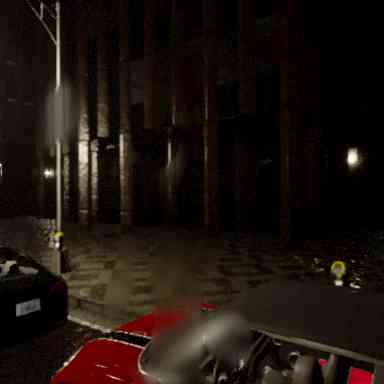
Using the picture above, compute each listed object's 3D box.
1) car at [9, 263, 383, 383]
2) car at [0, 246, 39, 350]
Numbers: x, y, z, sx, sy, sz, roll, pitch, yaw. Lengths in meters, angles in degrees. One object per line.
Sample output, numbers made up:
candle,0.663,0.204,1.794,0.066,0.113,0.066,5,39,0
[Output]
car,0.701,1.447,2.464,4.097,1.590,1.967,-1,0,35
car,-3.924,1.632,5.755,4.313,1.339,1.947,-1,0,35
